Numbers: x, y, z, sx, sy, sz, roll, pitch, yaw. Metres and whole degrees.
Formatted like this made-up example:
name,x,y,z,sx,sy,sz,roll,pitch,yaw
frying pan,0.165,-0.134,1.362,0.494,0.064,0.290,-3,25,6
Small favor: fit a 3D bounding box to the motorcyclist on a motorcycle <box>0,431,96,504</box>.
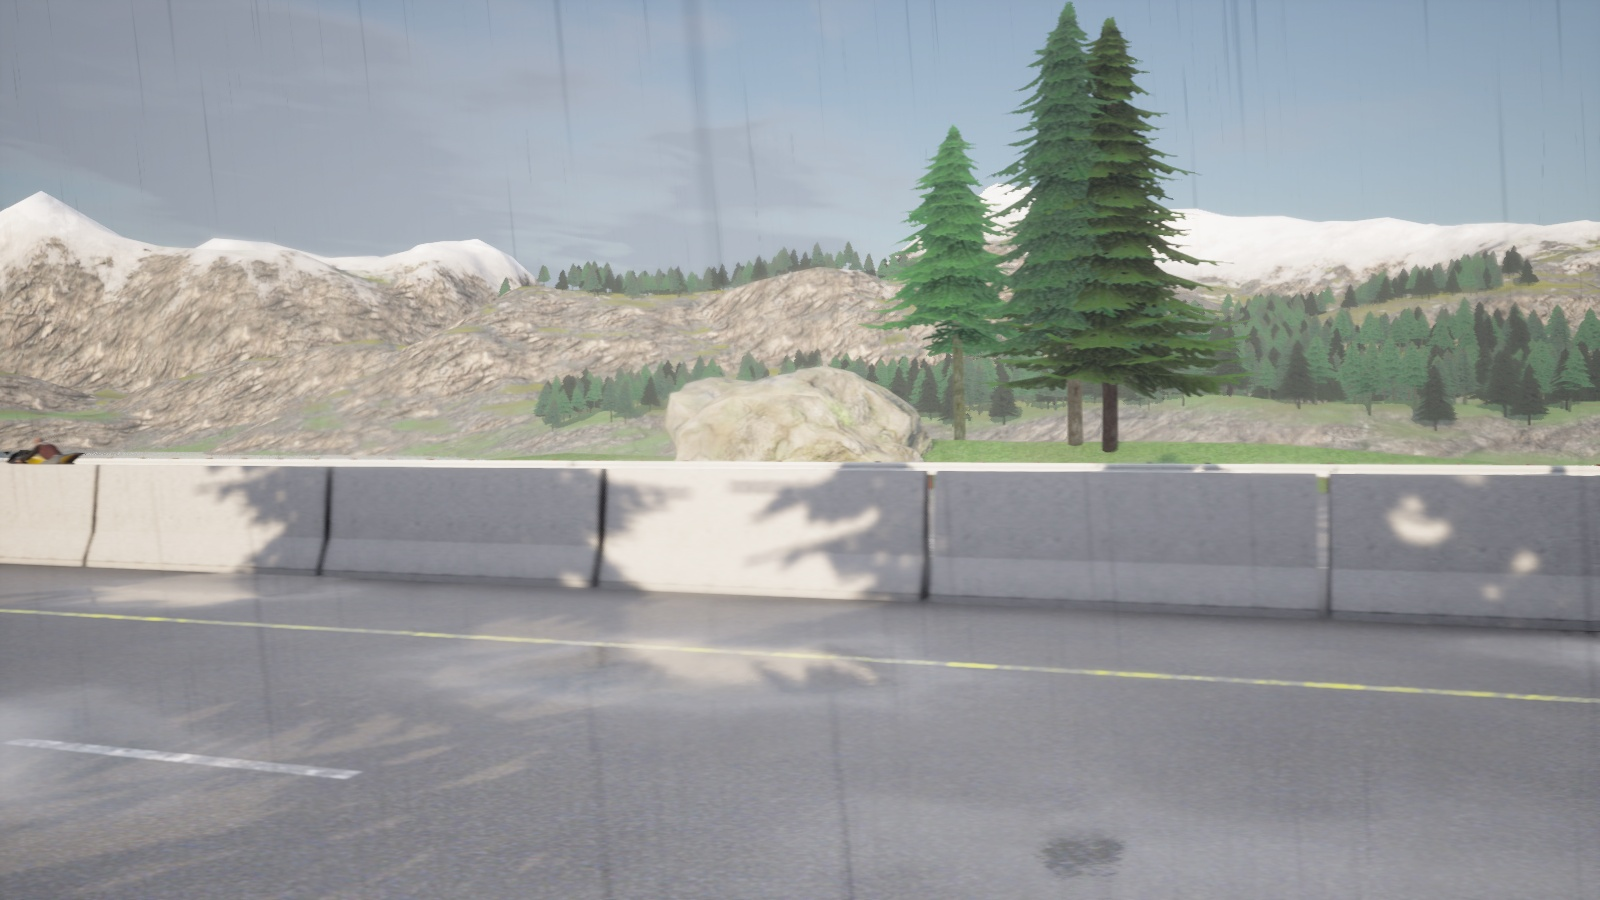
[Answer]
name,x,y,z,sx,sy,sz,roll,pitch,yaw
motorcyclist on a motorcycle,-16.464,0.364,27.197,2.191,1.530,0.866,1,1,19
